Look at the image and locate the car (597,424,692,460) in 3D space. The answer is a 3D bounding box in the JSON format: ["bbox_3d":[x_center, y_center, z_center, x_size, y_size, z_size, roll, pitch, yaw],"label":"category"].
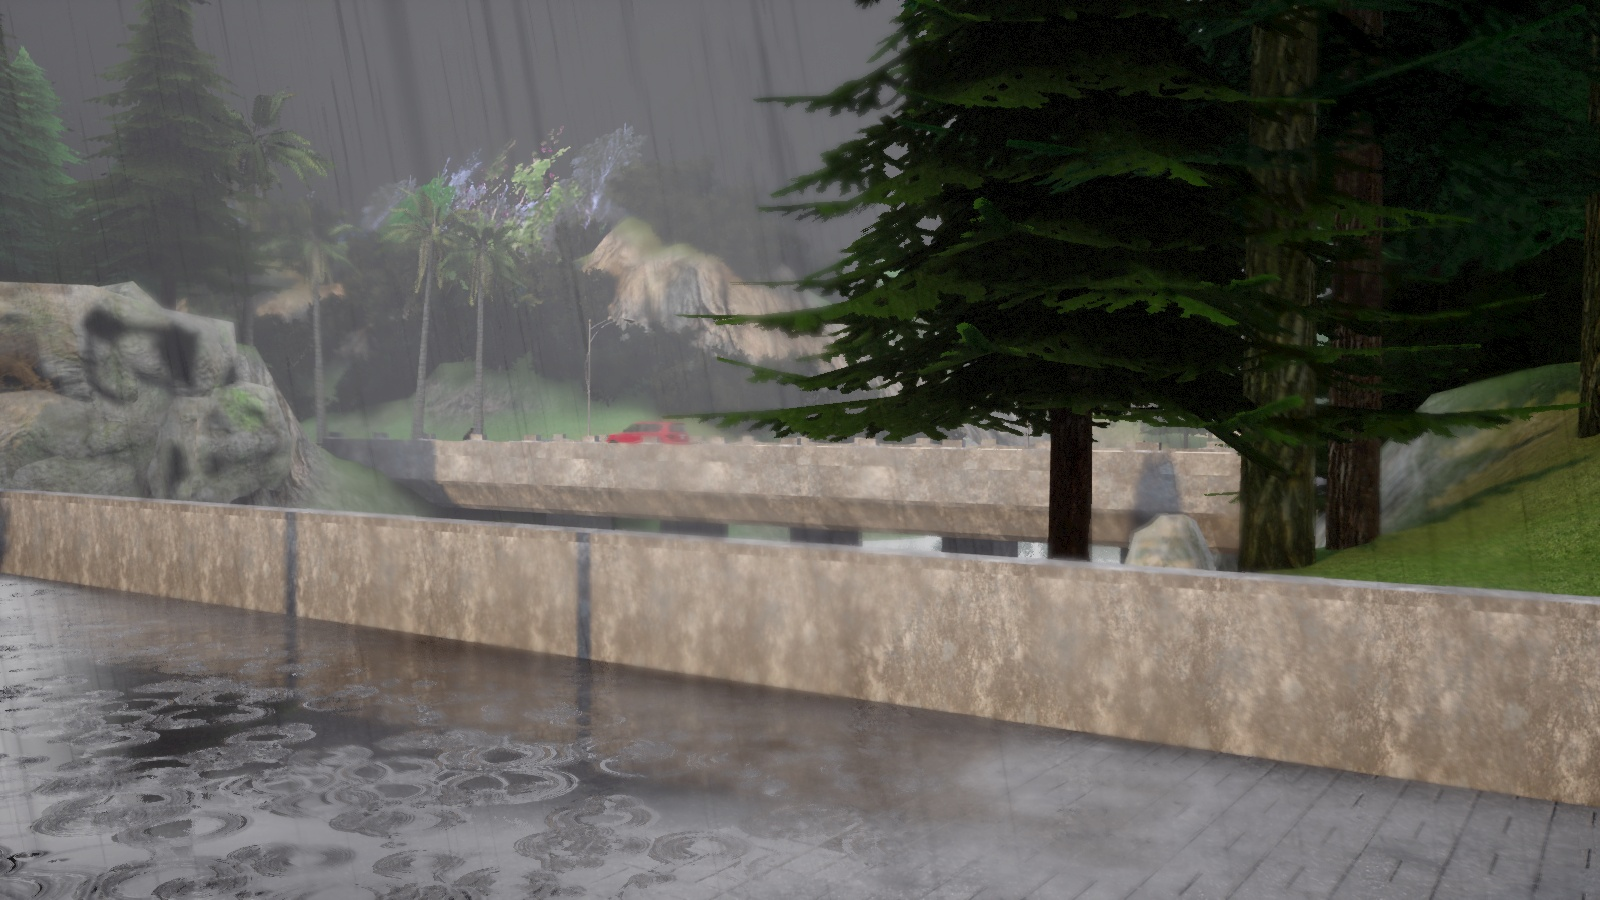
[{"bbox_3d":[-9.286,-0.489,74.987,5.566,2.045,2.150,0,1,34],"label":"car"}]
